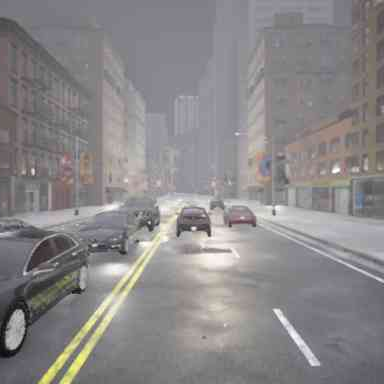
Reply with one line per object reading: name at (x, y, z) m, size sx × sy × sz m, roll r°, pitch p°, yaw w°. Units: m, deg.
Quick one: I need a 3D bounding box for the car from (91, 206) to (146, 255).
car at (-3.254, 1.549, 13.591) m, size 1.837 × 1.490 × 4.892 m, roll 0°, pitch 0°, yaw 0°

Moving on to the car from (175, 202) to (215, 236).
car at (0.095, 1.564, 18.866) m, size 1.837 × 1.490 × 4.892 m, roll 0°, pitch 0°, yaw 0°

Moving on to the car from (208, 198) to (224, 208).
car at (3.333, 1.656, 45.621) m, size 1.837 × 1.490 × 4.892 m, roll 0°, pitch 0°, yaw 0°

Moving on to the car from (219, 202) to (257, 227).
car at (3.296, 1.640, 23.589) m, size 1.994 × 1.385 × 4.181 m, roll 0°, pitch 0°, yaw 0°

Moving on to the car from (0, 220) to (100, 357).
car at (-3.346, 1.526, 6.110) m, size 1.837 × 1.490 × 4.892 m, roll 0°, pitch 0°, yaw 0°

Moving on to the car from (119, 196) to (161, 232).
car at (-3.274, 1.290, 21.222) m, size 2.150 × 2.045 × 5.566 m, roll 0°, pitch 0°, yaw 1°

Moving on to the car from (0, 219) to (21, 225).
car at (-6.535, 1.600, 10.966) m, size 1.994 × 1.385 × 4.181 m, roll 0°, pitch 0°, yaw 1°
